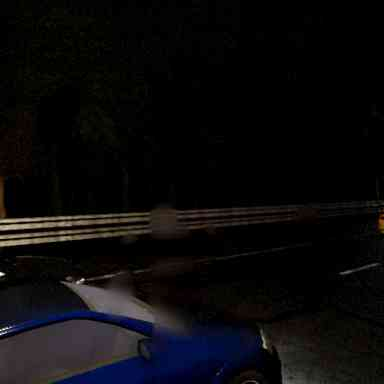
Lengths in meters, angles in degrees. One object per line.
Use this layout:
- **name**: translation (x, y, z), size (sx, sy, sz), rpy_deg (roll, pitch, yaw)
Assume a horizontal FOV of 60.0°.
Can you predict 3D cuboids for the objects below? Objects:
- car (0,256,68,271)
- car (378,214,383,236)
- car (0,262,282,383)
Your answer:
- **car**: translation (-4.128, 1.510, 5.102), size (4.892, 1.490, 1.837), rpy_deg (-1, 0, -36)
- **car**: translation (10.787, 1.326, 15.743), size (5.008, 1.535, 1.882), rpy_deg (-1, 0, -35)
- **car**: translation (-1.141, 1.559, 2.934), size (4.181, 1.385, 1.994), rpy_deg (-1, 0, -35)
